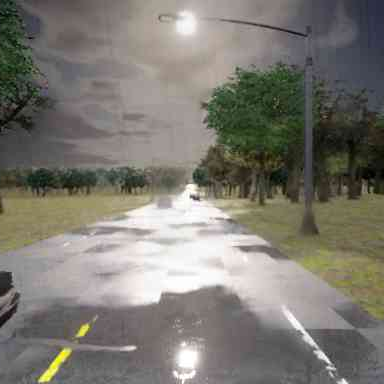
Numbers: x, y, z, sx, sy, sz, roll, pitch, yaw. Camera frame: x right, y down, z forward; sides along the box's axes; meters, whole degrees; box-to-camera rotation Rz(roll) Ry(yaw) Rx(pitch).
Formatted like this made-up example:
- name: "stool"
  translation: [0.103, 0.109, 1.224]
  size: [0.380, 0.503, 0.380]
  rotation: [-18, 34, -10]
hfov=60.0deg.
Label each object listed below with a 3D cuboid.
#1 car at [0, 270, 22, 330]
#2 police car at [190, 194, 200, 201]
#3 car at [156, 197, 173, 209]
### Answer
- name: "car"
  translation: [-3.598, 1.535, 2.879]
  size: [2.033, 1.411, 5.357]
  rotation: [0, 0, 0]
- name: "police car"
  translation: [1.064, 1.423, 86.539]
  size: [1.930, 1.638, 5.238]
  rotation: [0, 0, 0]
- name: "car"
  translation: [-3.576, 1.385, 44.156]
  size: [1.837, 1.490, 4.892]
  rotation: [0, 0, 0]
